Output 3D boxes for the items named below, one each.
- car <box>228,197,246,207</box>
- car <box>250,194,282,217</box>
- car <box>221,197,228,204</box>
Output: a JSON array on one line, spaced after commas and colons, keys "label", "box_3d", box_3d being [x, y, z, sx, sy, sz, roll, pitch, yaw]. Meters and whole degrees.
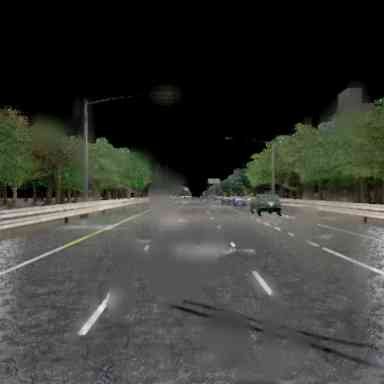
[{"label": "car", "box_3d": [7.066, 1.592, 50.989, 1.812, 1.442, 4.674, 0, 0, 0]}, {"label": "car", "box_3d": [7.014, 1.223, 32.030, 2.150, 2.045, 5.566, 0, 0, 0]}, {"label": "car", "box_3d": [7.159, 1.752, 70.381, 1.812, 1.442, 4.674, 0, -1, 0]}]
